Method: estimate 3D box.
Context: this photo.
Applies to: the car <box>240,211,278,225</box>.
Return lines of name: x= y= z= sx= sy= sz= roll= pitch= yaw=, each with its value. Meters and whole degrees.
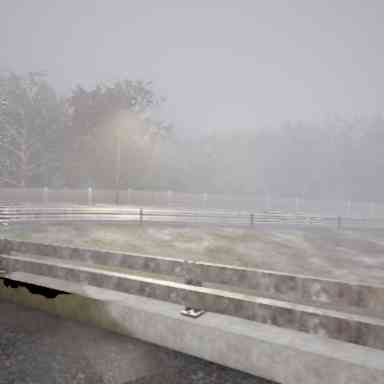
car: x=7.242 y=2.790 z=35.776 sx=4.181 sy=1.385 sz=1.994 roll=3 pitch=-2 yaw=-20
